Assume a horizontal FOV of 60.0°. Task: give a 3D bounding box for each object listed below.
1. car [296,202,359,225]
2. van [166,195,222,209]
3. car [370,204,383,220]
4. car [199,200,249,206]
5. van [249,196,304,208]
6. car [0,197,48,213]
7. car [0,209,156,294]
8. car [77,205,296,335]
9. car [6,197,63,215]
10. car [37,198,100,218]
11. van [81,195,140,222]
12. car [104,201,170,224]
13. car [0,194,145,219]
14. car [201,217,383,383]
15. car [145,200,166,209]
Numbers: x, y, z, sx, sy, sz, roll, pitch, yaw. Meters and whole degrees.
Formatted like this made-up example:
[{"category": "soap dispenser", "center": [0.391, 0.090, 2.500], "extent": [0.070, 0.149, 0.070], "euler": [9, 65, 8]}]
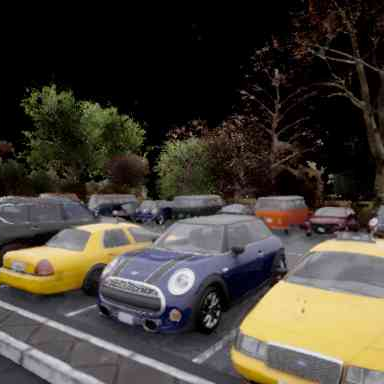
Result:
[{"category": "car", "center": [7.351, 1.449, 17.268], "extent": [2.097, 1.535, 5.008], "euler": [0, 0, 35]}, {"category": "van", "center": [0.596, 1.223, 22.174], "extent": [1.878, 1.987, 4.442], "euler": [0, 0, 35]}, {"category": "car", "center": [9.673, 1.323, 15.661], "extent": [2.185, 1.767, 4.553], "euler": [0, 0, 35]}, {"category": "car", "center": [2.840, 1.450, 20.454], "extent": [2.231, 1.521, 4.892], "euler": [0, 0, 35]}, {"category": "van", "center": [5.211, 1.223, 18.913], "extent": [1.878, 1.987, 4.442], "euler": [0, 0, 35]}, {"category": "car", "center": [-18.060, 1.297, 35.165], "extent": [2.163, 1.488, 4.792], "euler": [1, 1, 35]}, {"category": "car", "center": [-1.944, 1.447, 8.665], "extent": [1.946, 1.575, 5.366], "euler": [0, 0, 35]}, {"category": "car", "center": [0.276, 1.325, 6.910], "extent": [2.185, 1.767, 4.553], "euler": [0, 0, 35]}, {"category": "car", "center": [-15.753, 1.347, 33.537], "extent": [2.163, 1.488, 4.792], "euler": [1, 1, 35]}, {"category": "car", "center": [-11.117, 1.414, 30.294], "extent": [2.097, 1.535, 5.008], "euler": [1, 1, 35]}, {"category": "van", "center": [-6.460, 1.222, 26.867], "extent": [1.878, 1.987, 4.442], "euler": [0, 0, 35]}, {"category": "car", "center": [-4.064, 1.478, 25.359], "extent": [2.163, 1.488, 4.792], "euler": [0, 0, 35]}, {"category": "car", "center": [-4.343, 1.199, 10.166], "extent": [2.435, 2.045, 5.566], "euler": [0, 0, 35]}, {"category": "car", "center": [2.460, 1.448, 5.104], "extent": [1.946, 1.575, 5.366], "euler": [0, 0, 35]}, {"category": "car", "center": [-1.897, 1.323, 23.752], "extent": [2.185, 1.767, 4.553], "euler": [0, 0, 35]}]
